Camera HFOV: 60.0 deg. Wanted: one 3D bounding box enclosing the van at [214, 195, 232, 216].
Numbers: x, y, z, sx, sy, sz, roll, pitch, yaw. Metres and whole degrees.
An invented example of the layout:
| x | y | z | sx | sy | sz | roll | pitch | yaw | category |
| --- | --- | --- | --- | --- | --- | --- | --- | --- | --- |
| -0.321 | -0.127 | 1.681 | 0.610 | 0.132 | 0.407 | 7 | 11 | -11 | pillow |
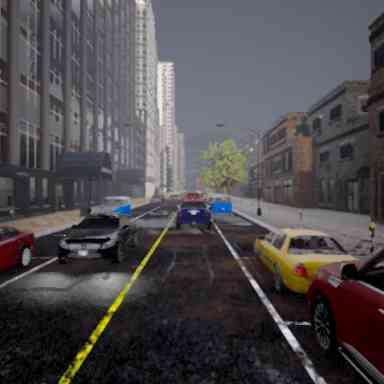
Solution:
| x | y | z | sx | sy | sz | roll | pitch | yaw | category |
| --- | --- | --- | --- | --- | --- | --- | --- | --- | --- |
| 2.707 | 1.209 | 30.629 | 1.690 | 1.788 | 3.998 | 1 | 0 | 0 | van |

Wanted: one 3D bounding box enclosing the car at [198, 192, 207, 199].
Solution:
| x | y | z | sx | sy | sz | roll | pitch | yaw | category |
| --- | --- | --- | --- | --- | --- | --- | --- | --- | --- |
| 2.714 | 0.886 | 86.090 | 2.192 | 1.841 | 5.009 | 1 | 0 | 0 | car |

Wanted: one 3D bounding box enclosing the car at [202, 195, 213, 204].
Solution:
| x | y | z | sx | sy | sz | roll | pitch | yaw | category |
| --- | --- | --- | --- | --- | --- | --- | --- | --- | --- |
| 2.707 | 1.310 | 58.361 | 1.802 | 1.307 | 4.206 | 1 | 0 | 0 | car |

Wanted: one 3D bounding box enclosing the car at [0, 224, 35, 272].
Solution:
| x | y | z | sx | sy | sz | roll | pitch | yaw | category |
| --- | --- | --- | --- | --- | --- | --- | --- | --- | --- |
| -5.678 | 1.511 | 8.444 | 1.887 | 1.381 | 4.507 | 1 | 0 | 0 | car |

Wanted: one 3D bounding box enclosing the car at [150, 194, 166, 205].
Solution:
| x | y | z | sx | sy | sz | roll | pitch | yaw | category |
| --- | --- | --- | --- | --- | --- | --- | --- | --- | --- |
| -5.674 | 1.339 | 52.814 | 1.802 | 1.307 | 4.206 | 1 | 0 | 0 | car |

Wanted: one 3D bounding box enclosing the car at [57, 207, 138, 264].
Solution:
| x | y | z | sx | sy | sz | roll | pitch | yaw | category |
| --- | --- | --- | --- | --- | --- | --- | --- | --- | --- |
| -3.098 | 1.478 | 11.796 | 1.812 | 1.442 | 4.674 | 0 | 0 | 0 | car |

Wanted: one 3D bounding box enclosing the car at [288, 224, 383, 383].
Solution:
| x | y | z | sx | sy | sz | roll | pitch | yaw | category |
| --- | --- | --- | --- | --- | --- | --- | --- | --- | --- |
| 2.705 | 1.304 | 2.897 | 2.192 | 1.841 | 5.009 | 1 | 0 | 0 | car |

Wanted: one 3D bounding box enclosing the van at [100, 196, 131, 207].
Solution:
| x | y | z | sx | sy | sz | roll | pitch | yaw | category |
| --- | --- | --- | --- | --- | --- | --- | --- | --- | --- |
| -5.673 | 1.234 | 25.083 | 1.690 | 1.788 | 3.998 | 1 | 0 | 0 | van |

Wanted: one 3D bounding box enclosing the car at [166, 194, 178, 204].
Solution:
| x | y | z | sx | sy | sz | roll | pitch | yaw | category |
| --- | --- | --- | --- | --- | --- | --- | --- | --- | --- |
| -2.994 | 1.130 | 56.585 | 2.097 | 1.767 | 4.553 | 0 | 0 | 0 | car |

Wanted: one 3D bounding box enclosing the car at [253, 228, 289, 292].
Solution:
| x | y | z | sx | sy | sz | roll | pitch | yaw | category |
| --- | --- | --- | --- | --- | --- | --- | --- | --- | --- |
| 2.703 | 1.491 | 8.614 | 1.752 | 1.417 | 4.829 | 1 | 0 | 0 | car |

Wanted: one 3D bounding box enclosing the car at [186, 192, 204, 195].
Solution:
| x | y | z | sx | sy | sz | roll | pitch | yaw | category |
| --- | --- | --- | --- | --- | --- | --- | --- | --- | --- |
| 0.105 | 1.016 | 45.525 | 2.150 | 2.045 | 5.566 | 0 | 0 | 0 | car |

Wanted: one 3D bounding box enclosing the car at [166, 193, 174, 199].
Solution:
| x | y | z | sx | sy | sz | roll | pitch | yaw | category |
| --- | --- | --- | --- | --- | --- | --- | --- | --- | --- |
| -5.669 | 1.097 | 85.920 | 1.752 | 1.417 | 4.829 | 1 | 0 | 0 | car |

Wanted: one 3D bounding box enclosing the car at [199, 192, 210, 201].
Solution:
| x | y | z | sx | sy | sz | roll | pitch | yaw | category |
| --- | --- | --- | --- | --- | --- | --- | --- | --- | --- |
| 2.713 | 0.950 | 74.998 | 2.192 | 1.841 | 5.009 | 1 | 0 | 0 | car |

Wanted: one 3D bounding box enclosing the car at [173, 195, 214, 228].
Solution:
| x | y | z | sx | sy | sz | roll | pitch | yaw | category |
| --- | --- | --- | --- | --- | --- | --- | --- | --- | --- |
| 0.102 | 1.261 | 21.561 | 2.097 | 1.767 | 4.553 | 0 | 0 | 0 | car |

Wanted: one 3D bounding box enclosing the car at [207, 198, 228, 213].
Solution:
| x | y | z | sx | sy | sz | roll | pitch | yaw | category |
| --- | --- | --- | --- | --- | --- | --- | --- | --- | --- |
| 2.705 | 1.407 | 36.176 | 1.947 | 1.339 | 4.313 | 1 | 0 | 0 | car |

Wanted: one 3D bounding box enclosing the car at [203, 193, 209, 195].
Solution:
| x | y | z | sx | sy | sz | roll | pitch | yaw | category |
| --- | --- | --- | --- | --- | --- | --- | --- | --- | --- |
| 2.707 | 1.254 | 41.721 | 1.967 | 1.590 | 4.097 | 1 | 0 | 0 | car |

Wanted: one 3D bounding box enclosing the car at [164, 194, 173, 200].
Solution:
| x | y | z | sx | sy | sz | roll | pitch | yaw | category |
| --- | --- | --- | --- | --- | --- | --- | --- | --- | --- |
| -5.671 | 1.169 | 80.545 | 1.947 | 1.339 | 4.313 | 1 | 0 | 0 | car |

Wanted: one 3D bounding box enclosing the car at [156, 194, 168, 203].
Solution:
| x | y | z | sx | sy | sz | roll | pitch | yaw | category |
| --- | --- | --- | --- | --- | --- | --- | --- | --- | --- |
| -5.672 | 1.223 | 63.735 | 1.752 | 1.417 | 4.829 | 1 | 0 | 0 | car |

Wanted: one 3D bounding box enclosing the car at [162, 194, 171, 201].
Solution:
| x | y | z | sx | sy | sz | roll | pitch | yaw | category |
| --- | --- | --- | --- | --- | --- | --- | --- | --- | --- |
| -5.671 | 1.161 | 74.827 | 1.752 | 1.417 | 4.829 | 1 | 0 | 0 | car |

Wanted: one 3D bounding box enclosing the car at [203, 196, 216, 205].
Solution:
| x | y | z | sx | sy | sz | roll | pitch | yaw | category |
| --- | --- | --- | --- | --- | --- | --- | --- | --- | --- |
| 2.707 | 1.302 | 52.815 | 1.887 | 1.381 | 4.507 | 1 | 0 | 0 | car |
